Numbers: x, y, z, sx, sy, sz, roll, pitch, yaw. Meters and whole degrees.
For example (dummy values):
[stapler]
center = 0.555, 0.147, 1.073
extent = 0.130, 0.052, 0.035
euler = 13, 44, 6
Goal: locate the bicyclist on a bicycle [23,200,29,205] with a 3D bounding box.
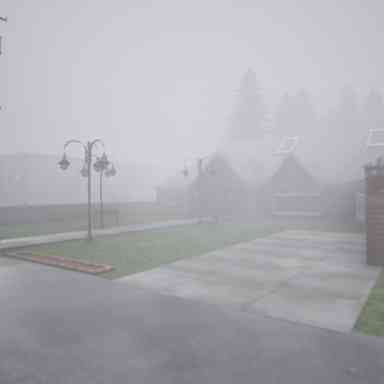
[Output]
[bicyclist on a bicycle]
center = -16.154, 1.648, 32.391
extent = 1.656, 1.620, 0.582
euler = -1, -1, 36
